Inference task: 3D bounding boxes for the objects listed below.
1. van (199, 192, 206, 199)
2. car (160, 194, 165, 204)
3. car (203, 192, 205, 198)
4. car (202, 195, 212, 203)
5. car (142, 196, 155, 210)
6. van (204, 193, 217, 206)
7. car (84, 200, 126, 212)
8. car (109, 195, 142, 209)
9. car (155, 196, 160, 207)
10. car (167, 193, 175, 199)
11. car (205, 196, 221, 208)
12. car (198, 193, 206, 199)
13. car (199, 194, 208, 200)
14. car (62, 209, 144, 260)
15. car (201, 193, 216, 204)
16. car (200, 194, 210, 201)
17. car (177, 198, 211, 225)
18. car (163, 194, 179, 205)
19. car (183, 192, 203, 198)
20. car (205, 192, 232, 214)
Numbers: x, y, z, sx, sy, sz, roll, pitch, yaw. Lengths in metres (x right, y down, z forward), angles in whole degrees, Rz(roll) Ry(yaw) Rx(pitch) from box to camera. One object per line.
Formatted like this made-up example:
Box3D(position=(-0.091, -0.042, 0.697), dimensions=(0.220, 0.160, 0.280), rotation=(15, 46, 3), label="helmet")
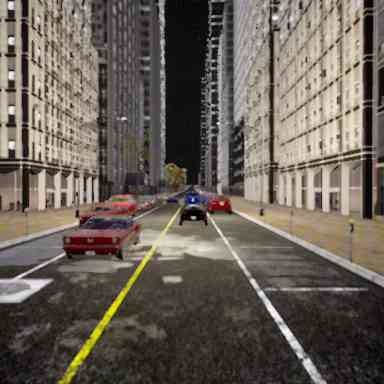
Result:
Box3D(position=(2.696, 0.880, 83.606), dimensions=(1.690, 1.788, 3.998), rotation=(0, 0, 0), label="van")
Box3D(position=(-5.688, 1.271, 55.118), dimensions=(2.008, 1.369, 4.403), rotation=(0, 0, 0), label="car")
Box3D(position=(2.690, 1.131, 38.017), dimensions=(2.192, 1.841, 5.009), rotation=(0, 0, 0), label="car")
Box3D(position=(2.694, 1.211, 60.982), dimensions=(1.752, 1.417, 4.829), rotation=(0, 0, 0), label="car")
Box3D(position=(-5.689, 1.256, 38.021), dimensions=(1.967, 1.590, 4.097), rotation=(0, 0, 0), label="car")
Box3D(position=(2.692, 1.094, 49.414), dimensions=(1.690, 1.788, 3.998), rotation=(0, 0, 0), label="van")
Box3D(position=(-5.691, 1.449, 20.927), dimensions=(1.887, 1.381, 4.507), rotation=(0, 0, 0), label="car")
Box3D(position=(-5.691, 1.191, 26.625), dimensions=(2.192, 1.841, 5.009), rotation=(0, 0, 0), label="car")
Box3D(position=(-5.689, 1.225, 43.720), dimensions=(1.967, 1.590, 4.097), rotation=(0, 0, 0), label="car")
Box3D(position=(-5.684, 1.065, 89.307), dimensions=(1.947, 1.339, 4.313), rotation=(0, 0, 0), label="car")
Box3D(position=(2.692, 1.309, 43.887), dimensions=(1.752, 1.417, 4.829), rotation=(0, 0, 0), label="car")
Box3D(position=(2.697, 1.044, 89.305), dimensions=(1.887, 1.381, 4.507), rotation=(0, 0, 0), label="car")
Box3D(position=(2.696, 1.160, 77.909), dimensions=(1.802, 1.307, 4.206), rotation=(0, 0, 0), label="car")
Box3D(position=(-3.099, 1.545, 12.357), dimensions=(1.895, 1.301, 4.718), rotation=(0, 0, 0), label="car")
Box3D(position=(2.692, 1.035, 55.113), dimensions=(2.192, 1.841, 5.009), rotation=(0, 0, 0), label="car")
Box3D(position=(2.695, 1.167, 72.212), dimensions=(2.008, 1.369, 4.403), rotation=(0, 0, 0), label="car")
Box3D(position=(0.101, 1.419, 23.089), dimensions=(1.812, 1.442, 4.674), rotation=(0, 0, 0), label="car")
Box3D(position=(-3.067, 1.332, 53.165), dimensions=(1.895, 1.301, 4.718), rotation=(0, 0, 0), label="car")
Box3D(position=(0.106, 1.019, 41.364), dimensions=(2.150, 2.045, 5.566), rotation=(0, 0, 0), label="car")
Box3D(position=(2.690, 1.161, 32.319), dimensions=(2.192, 1.841, 5.009), rotation=(0, 0, 0), label="car")
